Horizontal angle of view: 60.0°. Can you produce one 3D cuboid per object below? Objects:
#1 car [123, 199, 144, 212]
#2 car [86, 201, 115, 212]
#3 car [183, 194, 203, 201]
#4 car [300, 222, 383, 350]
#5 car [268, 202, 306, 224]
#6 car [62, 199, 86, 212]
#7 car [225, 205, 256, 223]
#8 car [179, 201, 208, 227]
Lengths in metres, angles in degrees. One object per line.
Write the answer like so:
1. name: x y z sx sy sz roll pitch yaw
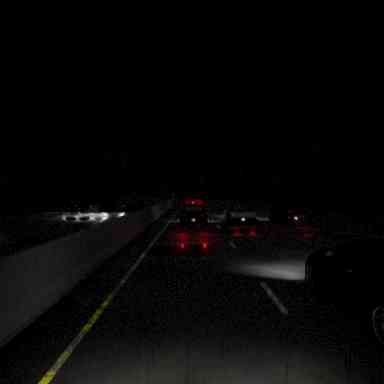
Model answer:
1. car: -7.081 1.565 40.375 1.882 1.535 5.008 0 0 0
2. car: -10.584 1.686 39.520 1.895 1.301 4.718 0 0 0
3. car: 0.125 1.311 40.222 2.150 2.045 5.566 0 0 0
4. car: 3.602 1.538 6.025 1.812 1.442 4.674 0 0 0
5. car: 7.107 1.557 25.160 1.837 1.490 4.892 0 0 0
6. car: -14.080 1.613 40.382 1.812 1.442 4.674 0 0 0
7. car: 3.607 1.654 25.600 1.895 1.301 4.718 0 0 0
8. car: 0.094 1.574 22.884 1.812 1.442 4.674 0 0 0
